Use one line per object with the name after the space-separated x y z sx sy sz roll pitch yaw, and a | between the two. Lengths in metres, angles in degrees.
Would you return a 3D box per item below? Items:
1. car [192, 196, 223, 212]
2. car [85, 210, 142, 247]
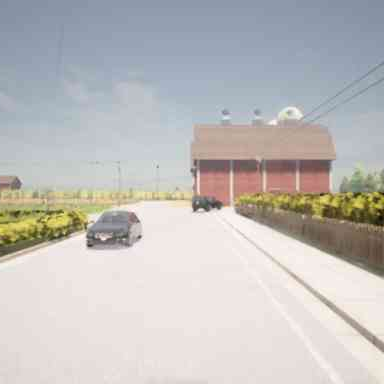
2.031 1.484 43.203 2.150 2.045 5.566 -1 0 30 | car
-3.499 1.640 15.613 1.837 1.490 4.892 0 -1 0 | car
